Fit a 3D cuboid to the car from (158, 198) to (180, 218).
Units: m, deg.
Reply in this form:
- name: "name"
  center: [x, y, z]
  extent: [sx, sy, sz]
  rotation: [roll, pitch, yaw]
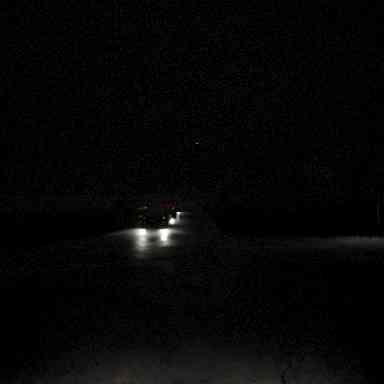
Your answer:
- name: "car"
  center: [-2.847, 1.721, 37.160]
  extent: [2.150, 2.045, 5.566]
  rotation: [0, -1, 0]

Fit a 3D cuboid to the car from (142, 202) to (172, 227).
- name: "car"
  center: [-2.785, 1.824, 26.072]
  extent: [1.882, 1.535, 5.008]
  rotation: [0, -1, -2]

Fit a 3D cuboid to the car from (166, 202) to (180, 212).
- name: "car"
  center: [-2.830, 2.218, 49.978]
  extent: [1.812, 1.442, 4.674]
  rotation: [0, -1, 0]
